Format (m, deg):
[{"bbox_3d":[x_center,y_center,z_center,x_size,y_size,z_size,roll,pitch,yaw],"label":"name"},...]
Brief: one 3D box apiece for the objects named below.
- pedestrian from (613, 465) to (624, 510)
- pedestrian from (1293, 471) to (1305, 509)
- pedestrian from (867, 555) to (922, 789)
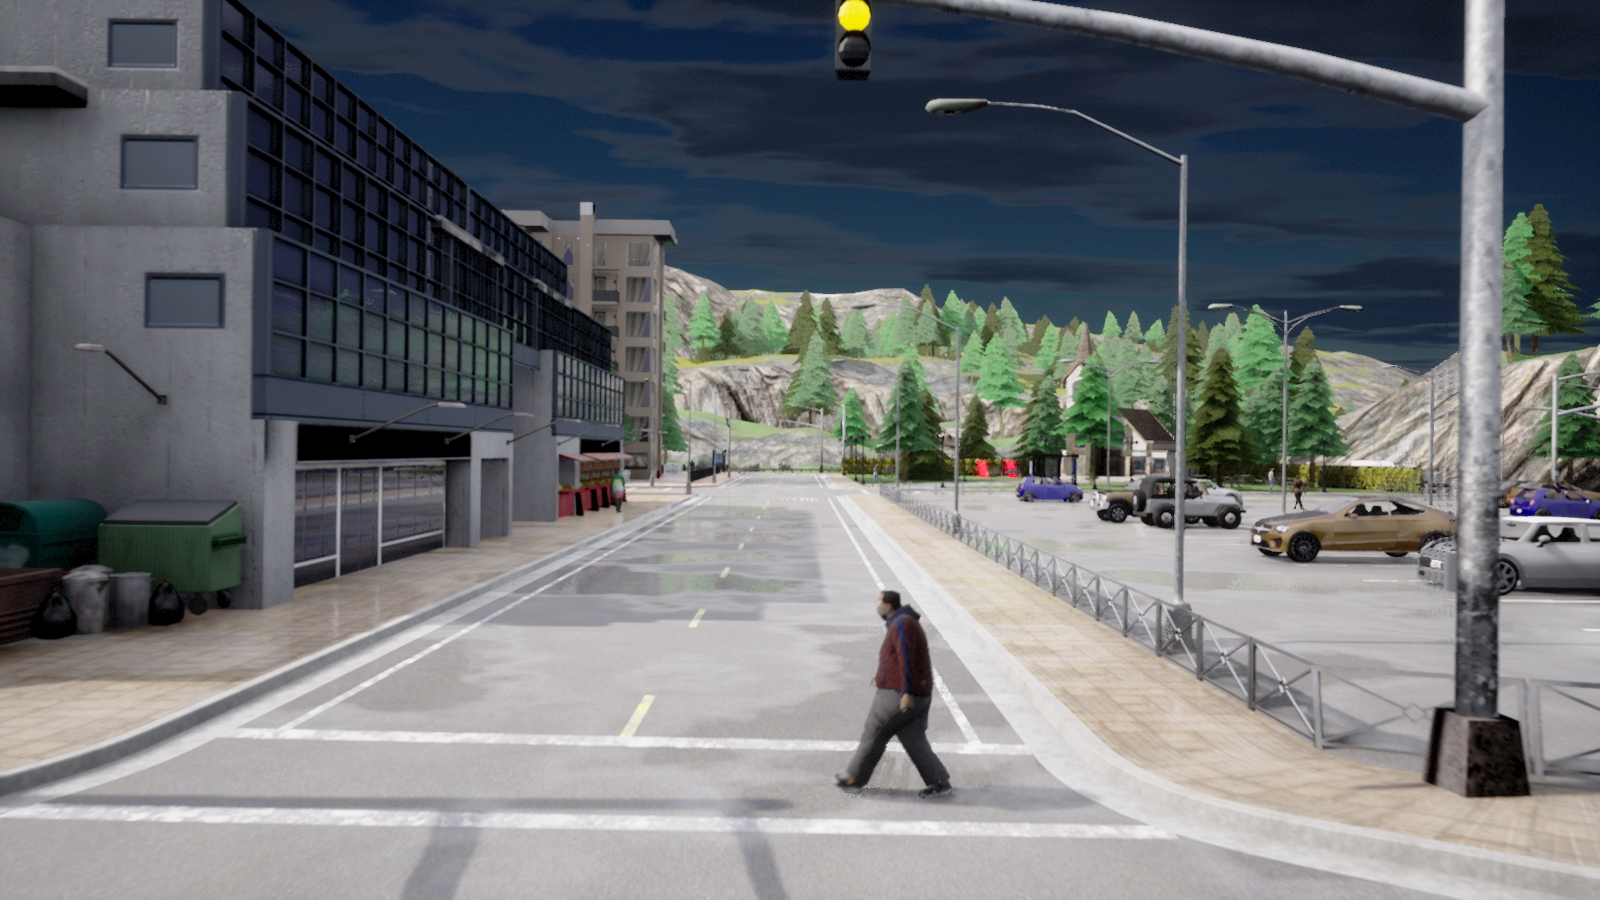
[{"bbox_3d":[-7.652,1.570,48.143,0.375,1.860,0.375,1,0,-2],"label":"pedestrian"},{"bbox_3d":[24.660,1.951,56.473,0.375,1.860,0.375,1,0,-7],"label":"pedestrian"},{"bbox_3d":[0.796,1.833,9.540,0.375,1.860,0.375,1,0,15],"label":"pedestrian"}]
